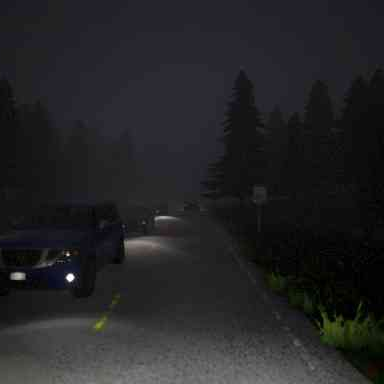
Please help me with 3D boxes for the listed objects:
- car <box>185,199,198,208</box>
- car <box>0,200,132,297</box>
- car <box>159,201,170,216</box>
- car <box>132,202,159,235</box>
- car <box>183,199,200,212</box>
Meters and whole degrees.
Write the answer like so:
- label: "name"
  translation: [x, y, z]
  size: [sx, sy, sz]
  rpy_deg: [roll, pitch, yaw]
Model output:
- label: "car"
  translation: [-0.027, 1.742, 50.854]
  size: [1.895, 1.301, 4.718]
  rpy_deg: [0, 0, 0]
- label: "car"
  translation: [-3.297, 1.259, 9.071]
  size: [2.150, 2.045, 5.566]
  rpy_deg: [0, 0, 0]
- label: "car"
  translation: [-3.298, 1.655, 33.726]
  size: [1.994, 1.385, 4.181]
  rpy_deg: [0, 0, 0]
- label: "car"
  translation: [-3.305, 1.537, 19.633]
  size: [1.882, 1.535, 5.008]
  rpy_deg: [0, 0, 0]
- label: "car"
  translation: [-0.021, 1.644, 40.824]
  size: [1.812, 1.442, 4.674]
  rpy_deg: [0, 0, 0]
